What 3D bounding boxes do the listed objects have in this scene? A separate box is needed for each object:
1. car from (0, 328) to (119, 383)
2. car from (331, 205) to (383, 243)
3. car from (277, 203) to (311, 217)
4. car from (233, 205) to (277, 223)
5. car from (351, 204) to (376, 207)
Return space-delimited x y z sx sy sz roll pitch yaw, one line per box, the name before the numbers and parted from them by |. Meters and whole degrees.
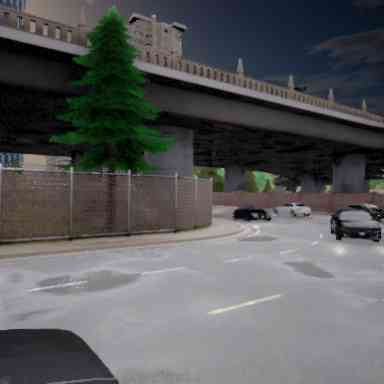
car | -2.984 1.530 1.611 5.357 1.411 2.033 1 0 -36
car | 8.531 1.666 17.585 1.882 1.535 5.008 1 0 18
car | 10.490 1.843 34.876 1.812 1.442 4.674 1 0 -20
car | 5.073 1.791 28.274 1.994 1.385 4.181 1 0 -16
car | 15.429 1.841 30.873 1.837 1.490 4.892 1 0 -15
